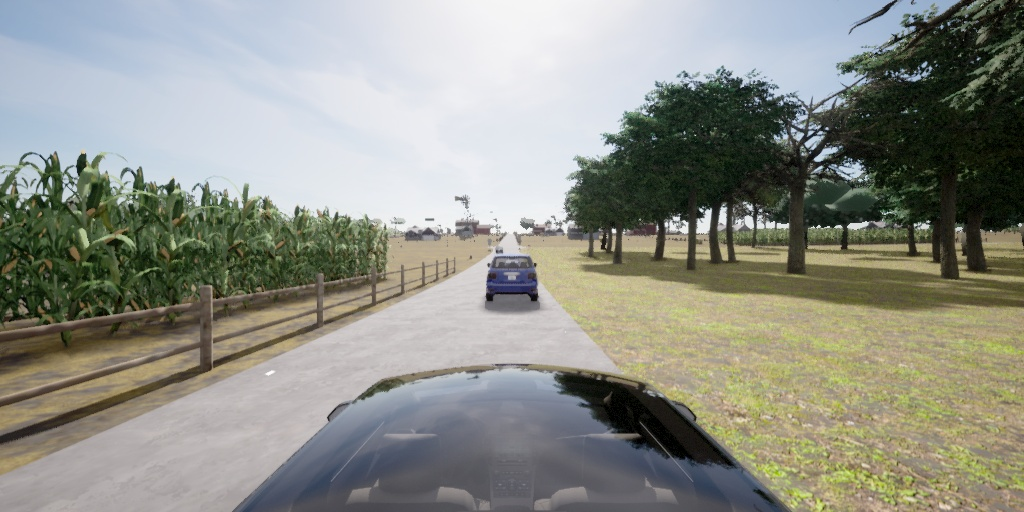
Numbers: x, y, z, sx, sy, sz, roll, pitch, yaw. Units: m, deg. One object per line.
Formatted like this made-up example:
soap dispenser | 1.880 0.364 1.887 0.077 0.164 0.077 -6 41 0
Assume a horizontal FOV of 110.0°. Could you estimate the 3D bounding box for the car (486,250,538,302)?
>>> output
car | 0.000 0.898 16.520 2.150 2.045 5.566 0 1 0
